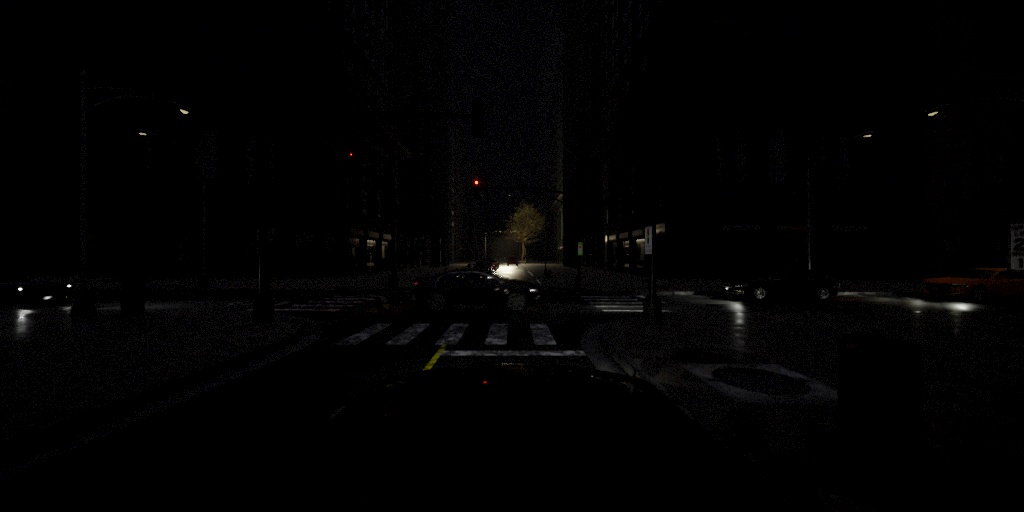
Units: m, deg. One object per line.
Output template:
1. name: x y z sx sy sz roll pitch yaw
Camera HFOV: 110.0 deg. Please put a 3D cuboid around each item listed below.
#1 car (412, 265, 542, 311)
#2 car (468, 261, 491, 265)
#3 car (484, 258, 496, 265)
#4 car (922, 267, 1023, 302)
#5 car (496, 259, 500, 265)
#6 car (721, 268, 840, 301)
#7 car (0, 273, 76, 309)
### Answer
1. car: -1.319 1.242 13.777 4.902 1.511 2.128 0 0 0
2. car: -3.092 1.314 29.564 1.994 1.385 4.181 0 0 0
3. car: -3.089 1.231 38.634 1.882 1.535 5.008 0 0 0
4. car: 22.545 1.299 16.960 5.008 1.535 1.882 0 0 0
5. car: -3.075 1.115 48.280 2.097 1.767 4.553 0 0 0
6. car: 12.590 1.297 16.969 4.892 1.490 1.837 0 0 0
7. car: -20.061 1.285 13.792 4.718 1.301 1.895 0 0 0
